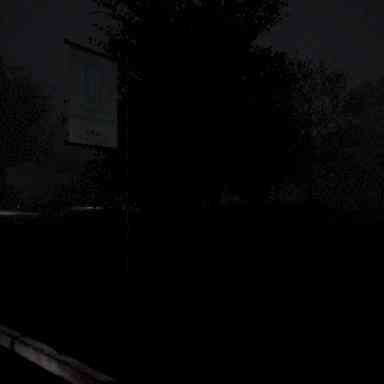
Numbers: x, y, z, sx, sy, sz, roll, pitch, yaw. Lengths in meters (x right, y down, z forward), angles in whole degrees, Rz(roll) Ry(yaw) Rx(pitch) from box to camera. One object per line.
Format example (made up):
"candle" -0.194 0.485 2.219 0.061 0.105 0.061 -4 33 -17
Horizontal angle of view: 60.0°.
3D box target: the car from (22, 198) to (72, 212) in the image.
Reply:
"car" -16.512 1.470 38.652 1.882 1.535 5.008 0 0 39

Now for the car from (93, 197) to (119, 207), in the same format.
"car" -12.220 1.506 49.734 2.033 1.411 5.357 0 0 38

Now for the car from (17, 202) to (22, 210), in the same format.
"car" -18.976 1.484 41.176 2.128 1.511 4.902 0 0 39
